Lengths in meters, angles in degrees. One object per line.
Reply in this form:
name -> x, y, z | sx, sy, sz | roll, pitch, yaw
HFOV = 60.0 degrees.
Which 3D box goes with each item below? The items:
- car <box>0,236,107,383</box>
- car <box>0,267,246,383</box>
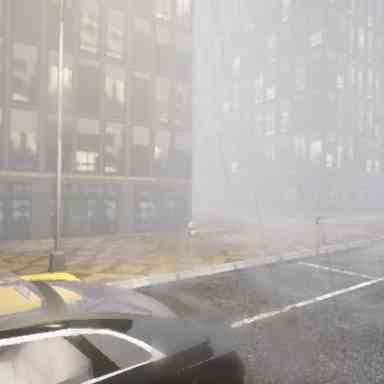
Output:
car -> -3.654, 1.526, 3.940 | 4.829, 1.417, 1.752 | 0, 1, -35
car -> -1.820, 1.492, 2.081 | 4.902, 1.511, 2.128 | 0, 0, -35
